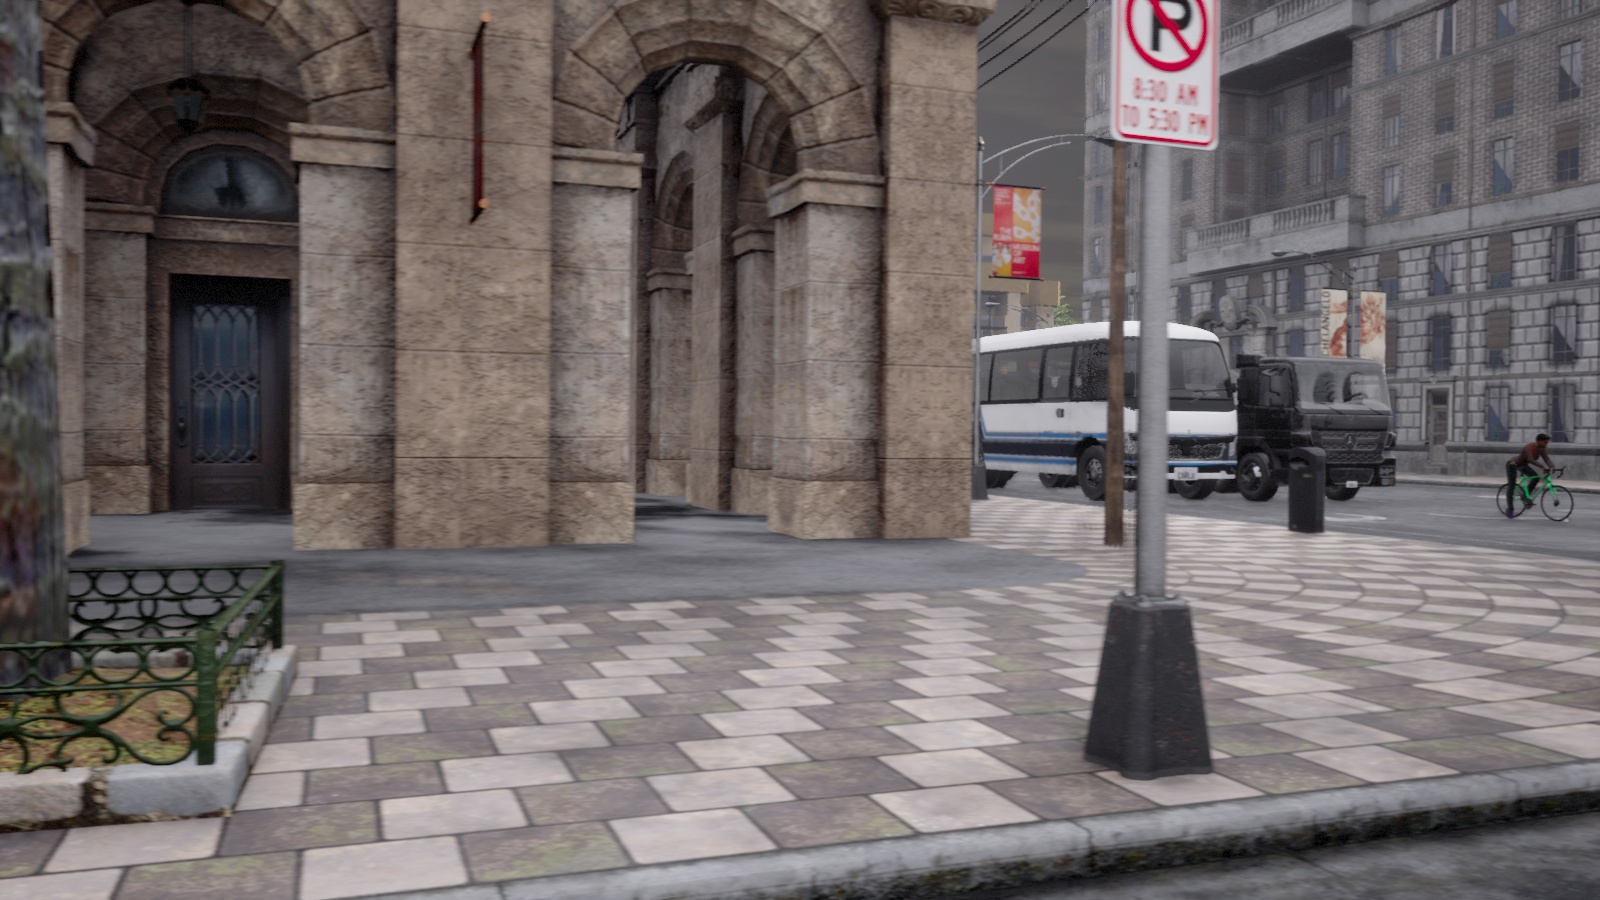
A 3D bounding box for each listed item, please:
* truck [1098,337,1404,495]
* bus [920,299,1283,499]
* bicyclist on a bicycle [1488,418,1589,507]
[{"bbox_3d":[11.026,-0.817,31.793,2.891,3.462,7.936,-1,1,-20],"label":"truck"},{"bbox_3d":[7.136,-1.176,32.175,3.944,4.253,10.273,-1,1,-20],"label":"bus"},{"bbox_3d":[13.996,0.214,23.845,0.582,1.620,1.656,-1,1,-20],"label":"bicyclist on a bicycle"}]
